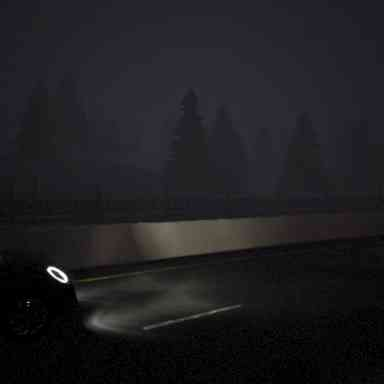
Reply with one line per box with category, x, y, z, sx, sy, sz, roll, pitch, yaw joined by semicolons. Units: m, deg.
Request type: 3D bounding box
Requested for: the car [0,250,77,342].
car;-4.147;1.335;4.924;4.553;1.767;2.097;0;0;-36
